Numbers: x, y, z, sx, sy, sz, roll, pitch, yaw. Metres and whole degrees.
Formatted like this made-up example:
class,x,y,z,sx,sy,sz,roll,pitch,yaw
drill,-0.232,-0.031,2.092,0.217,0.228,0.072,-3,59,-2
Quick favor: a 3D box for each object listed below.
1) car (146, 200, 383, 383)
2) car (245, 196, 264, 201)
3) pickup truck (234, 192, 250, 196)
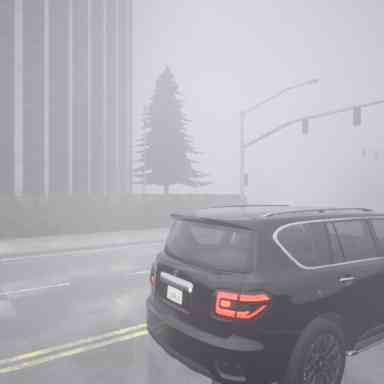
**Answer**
class,x,y,z,sx,sy,sz,roll,pitch,yaw
car,2.014,1.221,5.179,5.566,2.045,2.150,0,0,-35
car,8.369,1.564,43.146,1.994,1.385,4.181,0,0,-36
pickup truck,10.198,1.059,68.782,2.390,2.098,6.274,0,0,-5
